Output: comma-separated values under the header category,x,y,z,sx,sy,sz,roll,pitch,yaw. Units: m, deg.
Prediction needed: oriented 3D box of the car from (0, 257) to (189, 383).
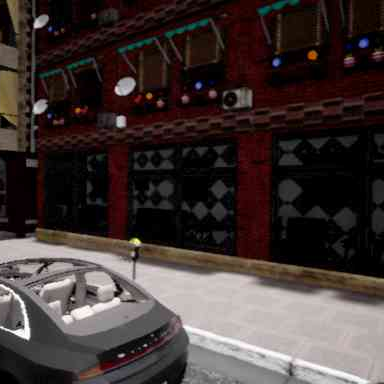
category,x,y,z,sx,sy,sz,roll,pitch,yaw
car,-2.086,1.532,4.196,4.403,1.369,2.008,0,1,35
